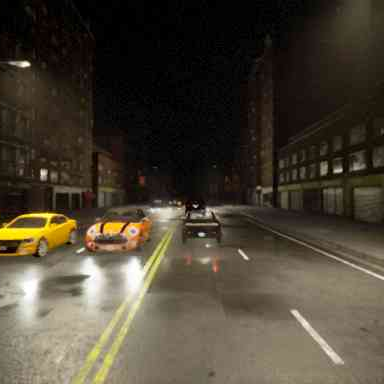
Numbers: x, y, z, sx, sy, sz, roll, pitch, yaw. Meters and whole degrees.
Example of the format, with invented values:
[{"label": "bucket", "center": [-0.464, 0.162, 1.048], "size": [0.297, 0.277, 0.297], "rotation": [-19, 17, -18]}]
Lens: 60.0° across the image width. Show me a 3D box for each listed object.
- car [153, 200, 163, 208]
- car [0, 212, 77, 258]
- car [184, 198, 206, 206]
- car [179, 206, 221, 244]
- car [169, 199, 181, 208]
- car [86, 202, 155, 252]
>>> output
[{"label": "car", "center": [-6.351, 2.173, 61.106], "size": [2.128, 1.511, 4.902], "rotation": [0, -1, 0]}, {"label": "car", "center": [-6.267, 1.617, 13.508], "size": [1.882, 1.535, 5.008], "rotation": [0, -1, 0]}, {"label": "car", "center": [0.350, 1.625, 35.925], "size": [2.150, 2.045, 5.566], "rotation": [0, -1, 0]}, {"label": "car", "center": [0.422, 1.683, 17.039], "size": [2.128, 1.511, 4.902], "rotation": [0, -1, 0]}, {"label": "car", "center": [-3.098, 2.043, 61.479], "size": [2.097, 1.767, 4.553], "rotation": [0, -1, 0]}, {"label": "car", "center": [-3.019, 1.508, 14.521], "size": [2.097, 1.767, 4.553], "rotation": [0, -1, 0]}]
